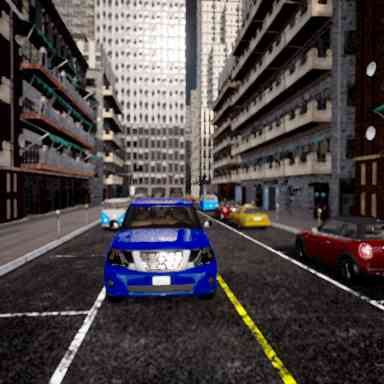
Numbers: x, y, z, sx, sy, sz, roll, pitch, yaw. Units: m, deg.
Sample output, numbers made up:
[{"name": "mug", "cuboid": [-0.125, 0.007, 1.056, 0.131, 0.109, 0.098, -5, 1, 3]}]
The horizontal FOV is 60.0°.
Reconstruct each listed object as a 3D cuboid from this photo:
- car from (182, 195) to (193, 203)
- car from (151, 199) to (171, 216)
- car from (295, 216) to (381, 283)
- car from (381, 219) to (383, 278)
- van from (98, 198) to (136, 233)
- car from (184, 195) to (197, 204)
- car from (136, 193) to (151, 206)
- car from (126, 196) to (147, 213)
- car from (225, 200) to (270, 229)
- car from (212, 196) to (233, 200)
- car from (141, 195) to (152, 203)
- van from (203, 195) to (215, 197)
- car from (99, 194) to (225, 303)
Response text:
[{"name": "car", "cuboid": [-0.890, 1.317, 65.033, 1.752, 1.417, 4.829, -1, 0, -6]}, {"name": "car", "cuboid": [-3.005, 1.426, 32.215, 1.812, 1.442, 4.674, 0, 0, -6]}, {"name": "car", "cuboid": [4.539, 1.408, 9.638, 1.967, 1.590, 4.097, -1, 0, -6]}, {"name": "car", "cuboid": [5.079, 1.300, 4.115, 2.192, 1.841, 5.009, -1, 0, -6]}, {"name": "van", "cuboid": [-4.386, 1.281, 19.895, 1.690, 1.788, 3.998, -1, 0, -6]}, {"name": "car", "cuboid": [-0.332, 1.355, 59.342, 1.887, 1.381, 4.507, -1, 0, -6]}, {"name": "car", "cuboid": [-7.634, 1.149, 53.030, 2.192, 1.841, 5.009, -1, 0, -6]}, {"name": "car", "cuboid": [-6.009, 1.328, 36.463, 1.967, 1.590, 4.097, -1, 0, -6]}, {"name": "car", "cuboid": [3.441, 1.459, 20.853, 1.752, 1.417, 4.829, -1, 0, -6]}, {"name": "car", "cuboid": [2.915, 1.357, 26.206, 1.967, 1.590, 4.097, -1, 0, -6]}, {"name": "car", "cuboid": [-8.714, 1.342, 64.076, 1.887, 1.381, 4.507, -1, 0, -6]}, {"name": "van", "cuboid": [1.831, 1.223, 37.251, 1.690, 1.788, 3.998, -1, 0, -6]}, {"name": "car", "cuboid": [-0.783, 1.195, 8.589, 2.150, 2.045, 5.566, 0, 0, -5]}]
